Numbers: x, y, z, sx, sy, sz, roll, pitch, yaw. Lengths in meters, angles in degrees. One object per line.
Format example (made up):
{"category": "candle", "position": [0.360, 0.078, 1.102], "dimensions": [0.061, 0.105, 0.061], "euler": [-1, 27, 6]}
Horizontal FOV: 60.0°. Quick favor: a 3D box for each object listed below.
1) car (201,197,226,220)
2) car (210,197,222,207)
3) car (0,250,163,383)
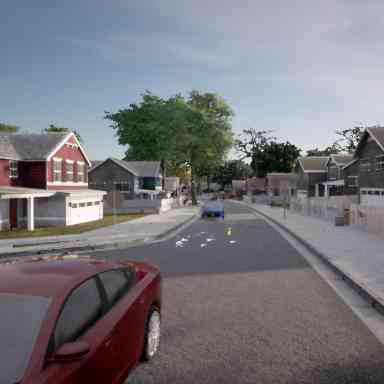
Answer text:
{"category": "car", "position": [1.879, 1.522, 28.605], "dimensions": [1.882, 1.535, 5.008], "euler": [0, 0, 6]}
{"category": "car", "position": [3.948, 1.558, 54.625], "dimensions": [1.882, 1.535, 5.008], "euler": [0, 0, 3]}
{"category": "car", "position": [-1.677, 1.481, 3.213], "dimensions": [1.882, 1.535, 5.008], "euler": [0, 0, 10]}
